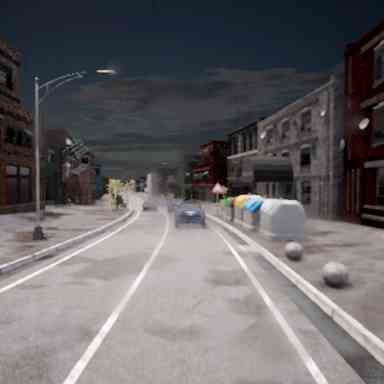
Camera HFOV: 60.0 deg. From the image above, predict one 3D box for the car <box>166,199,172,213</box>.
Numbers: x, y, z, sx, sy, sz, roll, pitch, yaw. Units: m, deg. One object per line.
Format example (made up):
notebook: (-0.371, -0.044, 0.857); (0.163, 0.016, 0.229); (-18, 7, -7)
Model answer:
car: (-2.029, 1.624, 41.497); (2.097, 1.767, 4.553); (0, -1, -8)

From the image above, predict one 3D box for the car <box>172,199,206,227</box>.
car: (-0.218, 1.494, 24.083); (2.097, 1.767, 4.553); (0, 0, -3)

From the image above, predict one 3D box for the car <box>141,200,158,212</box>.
car: (-5.482, 1.813, 43.112); (1.837, 1.490, 4.892); (0, -1, -9)
